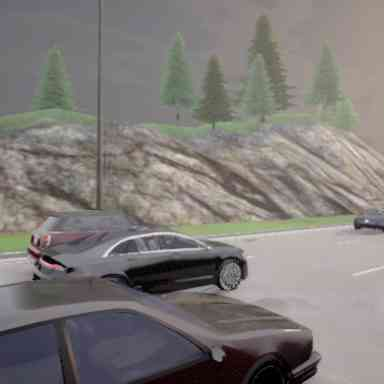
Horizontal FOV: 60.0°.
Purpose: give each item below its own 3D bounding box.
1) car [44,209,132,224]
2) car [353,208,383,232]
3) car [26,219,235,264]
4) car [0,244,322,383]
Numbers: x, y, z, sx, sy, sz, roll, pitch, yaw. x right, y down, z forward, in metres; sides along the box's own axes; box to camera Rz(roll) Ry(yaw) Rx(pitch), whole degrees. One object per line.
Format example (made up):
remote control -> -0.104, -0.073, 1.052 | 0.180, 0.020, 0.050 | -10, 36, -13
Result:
car -> -2.606, 1.380, 10.494 | 4.553, 1.767, 2.097 | 0, 0, -35
car -> 12.028, 1.709, 20.944 | 4.181, 1.385, 1.994 | 0, 0, -36
car -> -0.842, 1.517, 7.451 | 4.902, 1.511, 2.128 | 0, 0, -35
car -> -1.152, 1.553, 2.927 | 5.357, 1.411, 2.033 | 0, 0, -36
